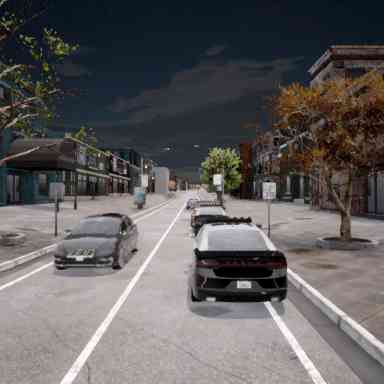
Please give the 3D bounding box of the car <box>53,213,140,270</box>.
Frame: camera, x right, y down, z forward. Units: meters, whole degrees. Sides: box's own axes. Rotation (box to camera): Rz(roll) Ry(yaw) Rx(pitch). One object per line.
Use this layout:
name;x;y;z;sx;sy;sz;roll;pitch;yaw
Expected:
car;-2.958;1.526;11.206;1.837;1.490;4.892;0;0;0

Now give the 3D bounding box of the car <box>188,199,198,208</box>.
car;0.991;1.400;24.325;2.097;1.767;4.553;0;0;0

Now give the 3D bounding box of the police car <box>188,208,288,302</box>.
police car;0.931;1.441;8.465;1.930;1.638;5.238;0;0;0

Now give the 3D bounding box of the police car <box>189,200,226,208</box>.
police car;0.969;1.462;18.465;1.930;1.638;5.238;0;0;0
